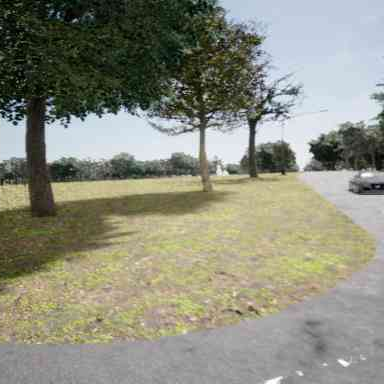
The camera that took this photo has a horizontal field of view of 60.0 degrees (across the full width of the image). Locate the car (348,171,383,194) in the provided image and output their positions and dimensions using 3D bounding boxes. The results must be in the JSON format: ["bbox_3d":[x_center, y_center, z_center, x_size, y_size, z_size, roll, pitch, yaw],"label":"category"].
[{"bbox_3d":[11.793,-0.678,22.174,1.994,1.385,4.181,-1,5,15],"label":"car"}]
